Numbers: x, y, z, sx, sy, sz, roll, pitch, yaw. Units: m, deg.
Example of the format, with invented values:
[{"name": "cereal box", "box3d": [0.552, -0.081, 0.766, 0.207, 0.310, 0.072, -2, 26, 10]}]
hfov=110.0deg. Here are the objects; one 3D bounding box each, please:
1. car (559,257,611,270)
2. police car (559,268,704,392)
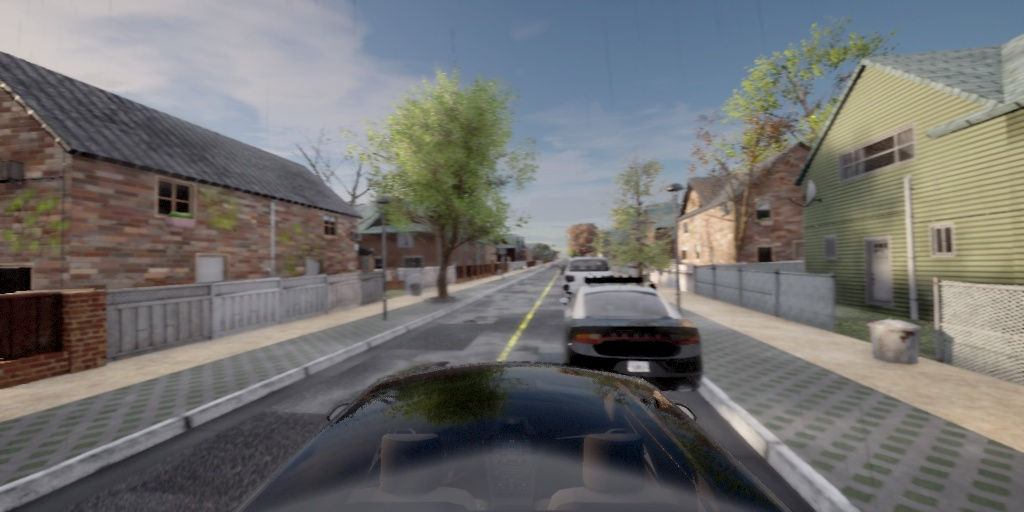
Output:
[{"name": "car", "box3d": [3.499, 1.077, 16.838, 2.150, 2.045, 5.566, -1, -1, 9]}, {"name": "police car", "box3d": [1.971, 1.198, 7.033, 1.930, 1.638, 5.238, -1, -1, 9]}]
